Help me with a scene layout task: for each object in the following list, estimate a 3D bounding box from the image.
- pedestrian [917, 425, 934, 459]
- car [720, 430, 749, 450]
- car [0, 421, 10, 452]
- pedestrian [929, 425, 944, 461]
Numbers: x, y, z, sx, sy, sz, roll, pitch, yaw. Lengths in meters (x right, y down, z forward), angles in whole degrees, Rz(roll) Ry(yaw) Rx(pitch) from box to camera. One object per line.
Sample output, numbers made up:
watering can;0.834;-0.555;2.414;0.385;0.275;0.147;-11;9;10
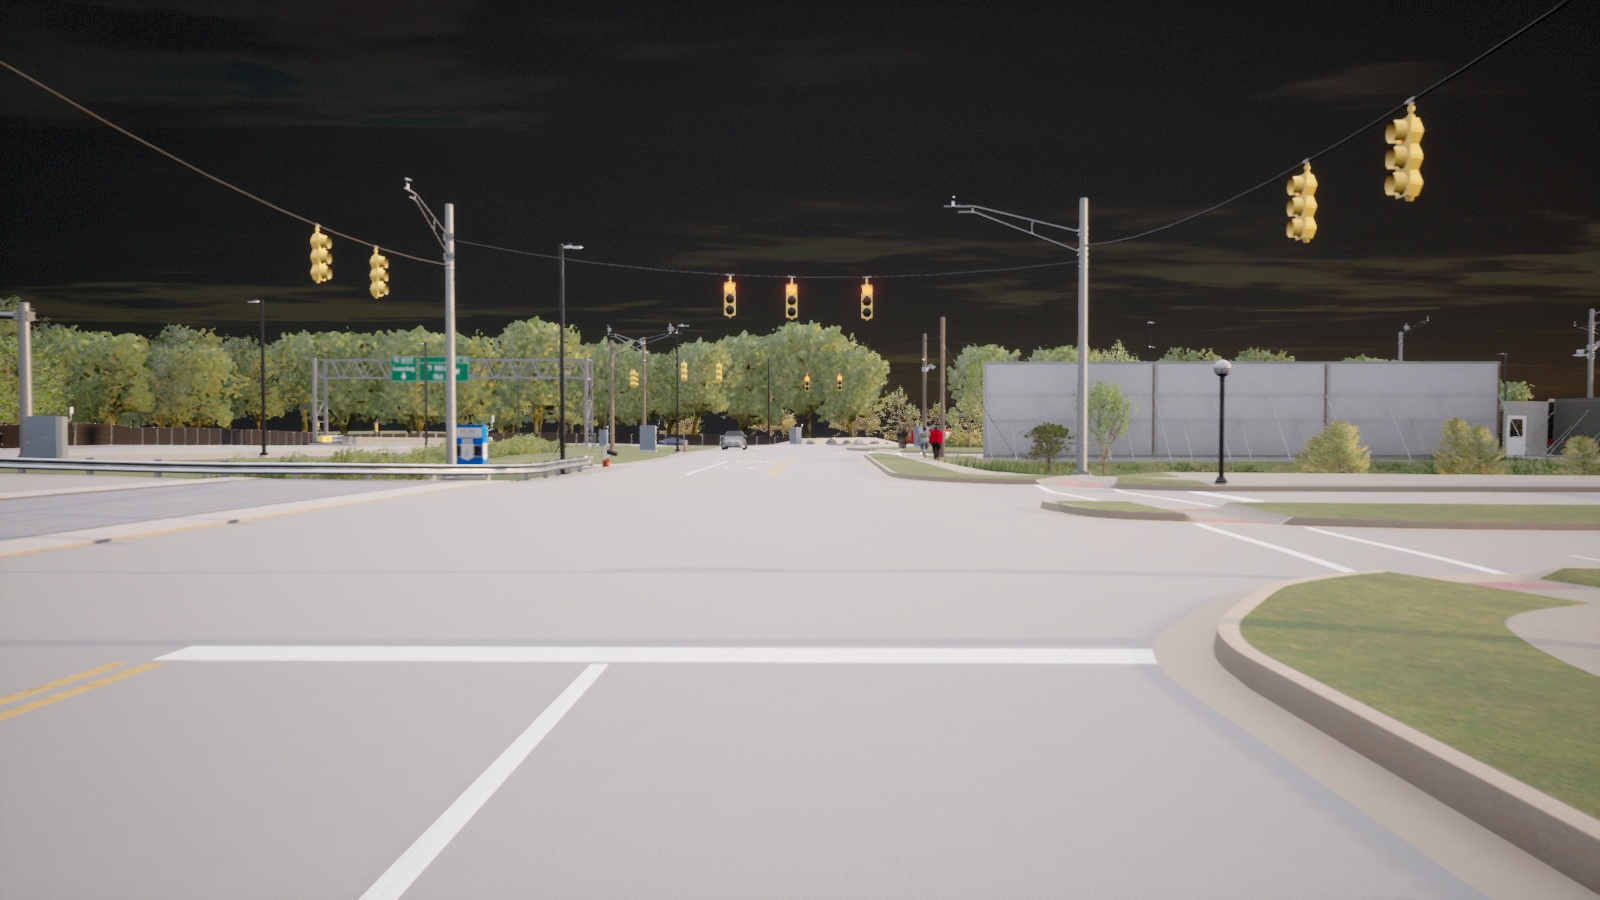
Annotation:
pedestrian;7.020;-0.443;70.410;0.874;1.855;0.900;0;2;1
car;-5.135;-0.828;98.891;2.007;1.525;4.514;0;1;0
car;-40.639;-0.656;60.412;2.128;1.511;4.902;0;0;1
pedestrian;7.078;-0.356;65.086;0.634;1.844;0.899;0;2;0
